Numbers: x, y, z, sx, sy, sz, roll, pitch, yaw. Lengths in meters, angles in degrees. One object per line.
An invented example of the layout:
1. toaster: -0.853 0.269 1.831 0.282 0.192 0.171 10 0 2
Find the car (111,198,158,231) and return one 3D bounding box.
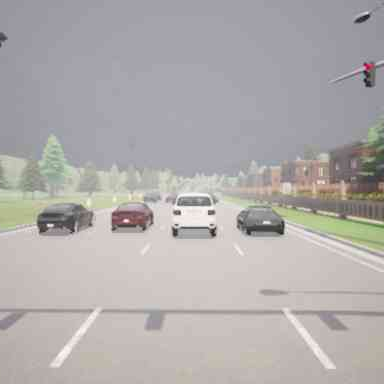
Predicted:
1. car: -3.396 1.332 19.669 1.882 1.535 5.008 0 0 0

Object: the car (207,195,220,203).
1. car: 3.511 1.188 56.125 1.895 1.301 4.718 0 0 0

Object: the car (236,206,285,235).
1. car: 3.604 1.431 18.030 1.994 1.385 4.181 0 0 0

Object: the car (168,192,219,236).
1. car: 0.105 1.090 17.781 2.150 2.045 5.566 0 0 0

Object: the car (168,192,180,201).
1. car: -3.487 0.876 66.068 2.097 1.767 4.553 0 0 0

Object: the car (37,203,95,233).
1. car: -6.896 1.367 18.624 1.837 1.490 4.892 0 0 0

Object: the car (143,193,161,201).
1. car: -6.989 0.939 56.065 2.097 1.767 4.553 0 0 0

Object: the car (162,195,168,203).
1. car: -3.489 1.113 56.096 1.812 1.442 4.674 0 0 0

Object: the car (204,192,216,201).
1. car: 3.513 0.876 66.066 2.097 1.767 4.553 0 0 0

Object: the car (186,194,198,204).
1. car: 0.011 1.138 55.679 2.033 1.411 5.357 0 0 0
